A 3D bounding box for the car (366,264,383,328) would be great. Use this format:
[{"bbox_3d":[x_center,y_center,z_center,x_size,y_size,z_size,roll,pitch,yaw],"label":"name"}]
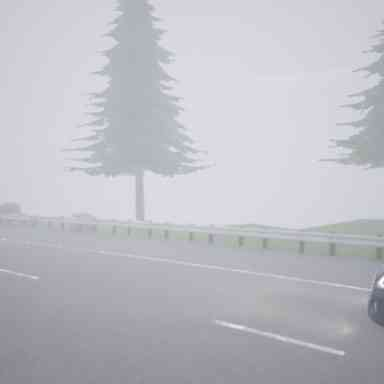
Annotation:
[{"bbox_3d":[5.002,1.313,4.595,4.553,1.767,2.097,0,0,36],"label":"car"}]
